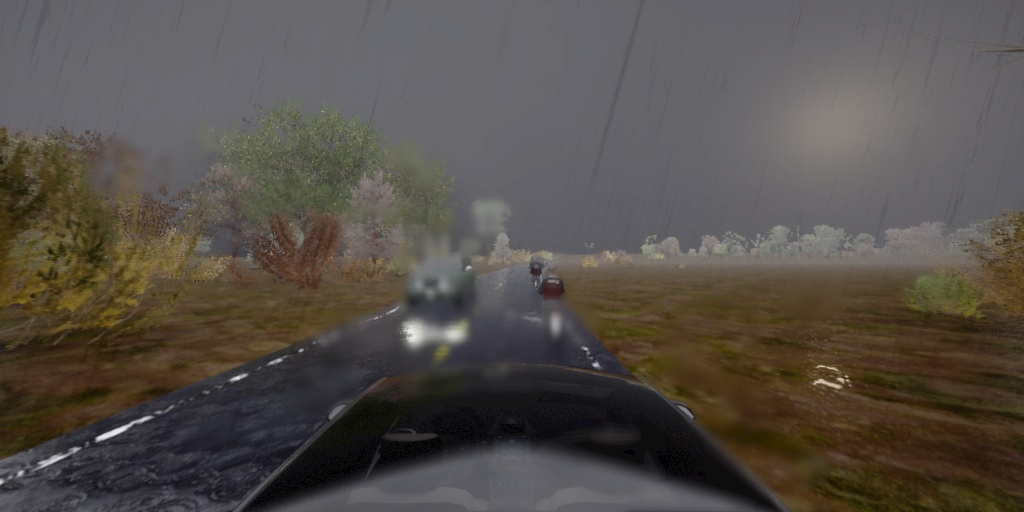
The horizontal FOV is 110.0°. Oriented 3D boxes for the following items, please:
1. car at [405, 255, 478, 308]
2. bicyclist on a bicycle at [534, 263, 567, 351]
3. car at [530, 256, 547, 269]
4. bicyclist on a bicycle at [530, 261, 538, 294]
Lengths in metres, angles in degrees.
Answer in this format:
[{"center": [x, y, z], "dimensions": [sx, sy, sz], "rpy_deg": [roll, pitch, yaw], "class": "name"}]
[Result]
[{"center": [-2.807, 0.971, 15.544], "dimensions": [2.150, 2.045, 5.566], "rpy_deg": [0, 0, 2], "class": "car"}, {"center": [0.923, 1.121, 8.163], "dimensions": [0.659, 1.776, 1.843], "rpy_deg": [0, 0, 1], "class": "bicyclist on a bicycle"}, {"center": [4.098, 0.988, 58.329], "dimensions": [2.150, 2.045, 5.566], "rpy_deg": [0, 0, 8], "class": "car"}, {"center": [1.217, 1.122, 17.912], "dimensions": [0.659, 1.776, 1.843], "rpy_deg": [0, 0, 2], "class": "bicyclist on a bicycle"}]
